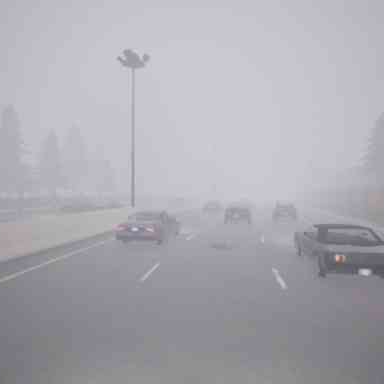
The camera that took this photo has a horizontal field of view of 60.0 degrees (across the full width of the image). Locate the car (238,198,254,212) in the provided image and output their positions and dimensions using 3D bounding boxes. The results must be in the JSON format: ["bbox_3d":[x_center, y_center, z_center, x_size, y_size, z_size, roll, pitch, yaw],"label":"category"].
[{"bbox_3d":[6.772,1.554,41.270,1.812,1.442,4.674,0,0,11],"label":"car"}]

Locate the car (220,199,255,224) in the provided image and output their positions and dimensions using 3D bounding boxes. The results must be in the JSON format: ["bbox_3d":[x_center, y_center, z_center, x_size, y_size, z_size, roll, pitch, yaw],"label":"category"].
[{"bbox_3d":[3.509,1.494,24.913,1.882,1.535,5.008,0,0,11],"label":"car"}]

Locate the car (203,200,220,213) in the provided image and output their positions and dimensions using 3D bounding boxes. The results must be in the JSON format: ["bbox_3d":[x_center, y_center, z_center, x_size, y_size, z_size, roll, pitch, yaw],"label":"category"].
[{"bbox_3d":[2.462,1.579,37.569,1.994,1.385,4.181,0,0,11],"label":"car"}]

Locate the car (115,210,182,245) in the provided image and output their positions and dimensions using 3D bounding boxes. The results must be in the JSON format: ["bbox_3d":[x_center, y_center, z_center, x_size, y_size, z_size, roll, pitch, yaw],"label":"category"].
[{"bbox_3d":[-1.835,1.545,15.716,2.033,1.411,5.357,0,0,10],"label":"car"}]

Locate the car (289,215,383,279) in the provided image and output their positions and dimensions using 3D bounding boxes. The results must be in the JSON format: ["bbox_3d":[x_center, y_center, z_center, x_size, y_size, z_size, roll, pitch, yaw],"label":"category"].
[{"bbox_3d":[4.399,1.616,10.117,1.895,1.301,4.718,0,0,7],"label":"car"}]

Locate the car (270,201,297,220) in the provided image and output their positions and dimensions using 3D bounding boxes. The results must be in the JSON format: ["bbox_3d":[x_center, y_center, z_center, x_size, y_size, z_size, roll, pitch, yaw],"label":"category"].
[{"bbox_3d":[7.669,1.520,27.898,2.128,1.511,4.902,0,0,11],"label":"car"}]

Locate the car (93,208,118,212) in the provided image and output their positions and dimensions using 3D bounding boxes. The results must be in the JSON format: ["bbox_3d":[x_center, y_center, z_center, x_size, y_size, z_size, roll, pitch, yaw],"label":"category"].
[{"bbox_3d":[-8.853,1.506,35.542,1.812,1.442,4.674,0,0,11],"label":"car"}]
